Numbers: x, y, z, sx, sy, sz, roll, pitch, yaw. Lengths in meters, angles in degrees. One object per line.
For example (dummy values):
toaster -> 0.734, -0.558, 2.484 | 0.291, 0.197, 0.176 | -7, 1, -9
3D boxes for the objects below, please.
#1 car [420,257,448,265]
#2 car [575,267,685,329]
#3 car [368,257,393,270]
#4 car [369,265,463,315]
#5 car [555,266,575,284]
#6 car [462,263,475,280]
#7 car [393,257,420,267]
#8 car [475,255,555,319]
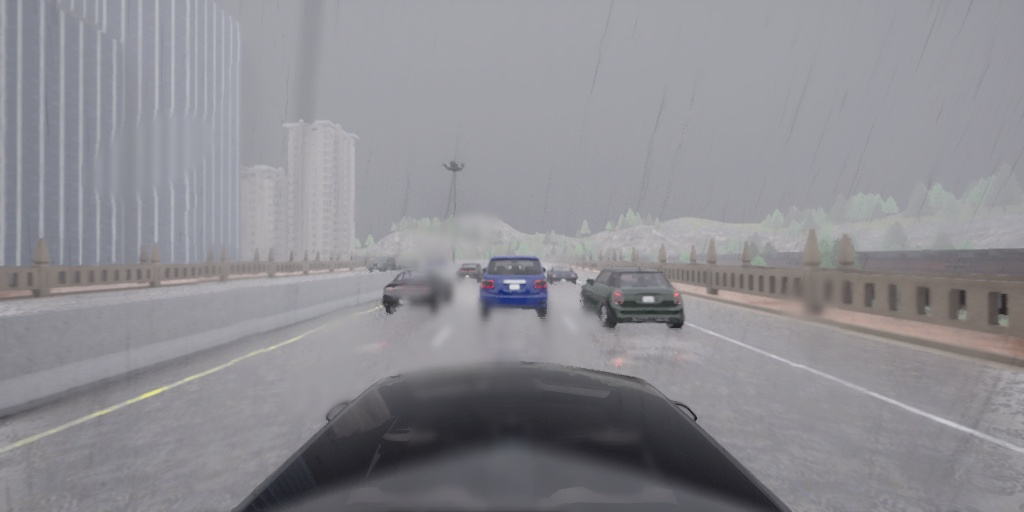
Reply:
car -> -9.926, 1.101, 47.141 | 2.150, 2.045, 5.566 | 0, -1, 2
car -> 3.573, 1.134, 11.492 | 2.097, 1.767, 4.553 | 0, 0, 0
car -> -16.922, 1.101, 47.248 | 2.150, 2.045, 5.566 | 0, -1, 2
car -> -3.417, 1.276, 13.868 | 2.128, 1.511, 4.902 | 0, 0, 0
car -> 3.718, 1.424, 27.457 | 1.895, 1.301, 4.718 | 0, 0, 1
car -> -3.235, 1.332, 29.376 | 1.837, 1.490, 4.892 | 0, 0, 1
car -> -13.434, 1.227, 46.868 | 2.097, 1.767, 4.553 | 0, 0, 2
car -> 0.084, 1.002, 13.050 | 2.150, 2.045, 5.566 | 0, 0, 0
